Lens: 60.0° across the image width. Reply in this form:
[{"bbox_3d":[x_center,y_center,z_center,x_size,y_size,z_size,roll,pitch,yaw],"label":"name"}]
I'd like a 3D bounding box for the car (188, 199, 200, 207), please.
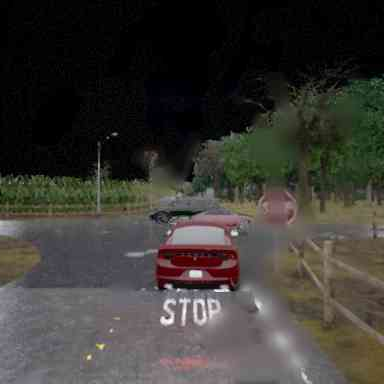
[{"bbox_3d":[0.330,1.978,59.174,1.994,1.385,4.181,0,0,0],"label":"car"}]

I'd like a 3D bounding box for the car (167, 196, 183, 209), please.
[{"bbox_3d":[-2.640,1.589,52.486,2.150,2.045,5.566,0,0,1],"label":"car"}]

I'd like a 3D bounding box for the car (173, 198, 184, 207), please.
[{"bbox_3d":[-2.522,1.968,62.930,1.812,1.442,4.674,0,0,1],"label":"car"}]

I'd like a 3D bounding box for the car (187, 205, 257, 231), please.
[{"bbox_3d":[1.949,1.731,21.112,4.181,1.385,1.994,0,-1,0],"label":"car"}]

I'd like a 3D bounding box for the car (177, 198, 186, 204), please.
[{"bbox_3d":[-2.412,2.074,77.218,2.033,1.411,5.357,0,0,0],"label":"car"}]

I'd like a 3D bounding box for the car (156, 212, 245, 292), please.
[{"bbox_3d":[0.261,1.540,9.223,1.882,1.535,5.008,0,-1,4],"label":"car"}]

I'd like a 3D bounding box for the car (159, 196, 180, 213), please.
[{"bbox_3d":[-2.728,1.513,41.953,2.150,2.045,5.566,0,0,1],"label":"car"}]

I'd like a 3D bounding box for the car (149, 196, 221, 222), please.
[{"bbox_3d":[-0.378,1.415,24.831,5.566,2.045,2.150,1,-1,0],"label":"car"}]
